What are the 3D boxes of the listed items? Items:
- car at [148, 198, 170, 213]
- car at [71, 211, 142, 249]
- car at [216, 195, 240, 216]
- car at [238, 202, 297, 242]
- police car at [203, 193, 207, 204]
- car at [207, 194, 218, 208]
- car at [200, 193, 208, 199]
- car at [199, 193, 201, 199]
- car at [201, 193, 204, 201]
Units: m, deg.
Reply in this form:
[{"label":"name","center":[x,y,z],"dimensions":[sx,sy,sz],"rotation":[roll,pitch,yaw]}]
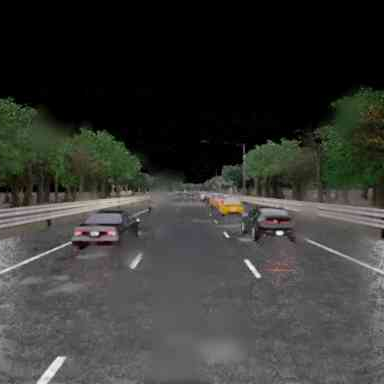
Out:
[{"label":"car","center":[-3.409,1.365,34.837],"dimensions":[2.128,1.511,4.902],"rotation":[0,0,0]},{"label":"car","center":[-3.403,1.494,14.132],"dimensions":[2.033,1.411,5.357],"rotation":[0,0,0]},{"label":"car","center":[3.591,1.364,31.062],"dimensions":[1.882,1.535,5.008],"rotation":[0,0,0]},{"label":"car","center":[3.595,1.443,16.058],"dimensions":[1.837,1.490,4.892],"rotation":[0,0,0]},{"label":"police car","center":[3.384,1.228,55.608],"dimensions":[1.930,1.638,5.238],"rotation":[0,0,0]},{"label":"car","center":[3.460,1.193,44.468],"dimensions":[2.097,1.767,4.553],"rotation":[0,0,0]},{"label":"car","center":[3.160,1.036,88.466],"dimensions":[2.097,1.767,4.553],"rotation":[0,0,0]},{"label":"car","center":[3.234,1.325,77.527],"dimensions":[1.895,1.301,4.718],"rotation":[0,0,0]},{"label":"car","center":[3.309,1.242,66.498],"dimensions":[1.882,1.535,5.008],"rotation":[0,0,0]}]
